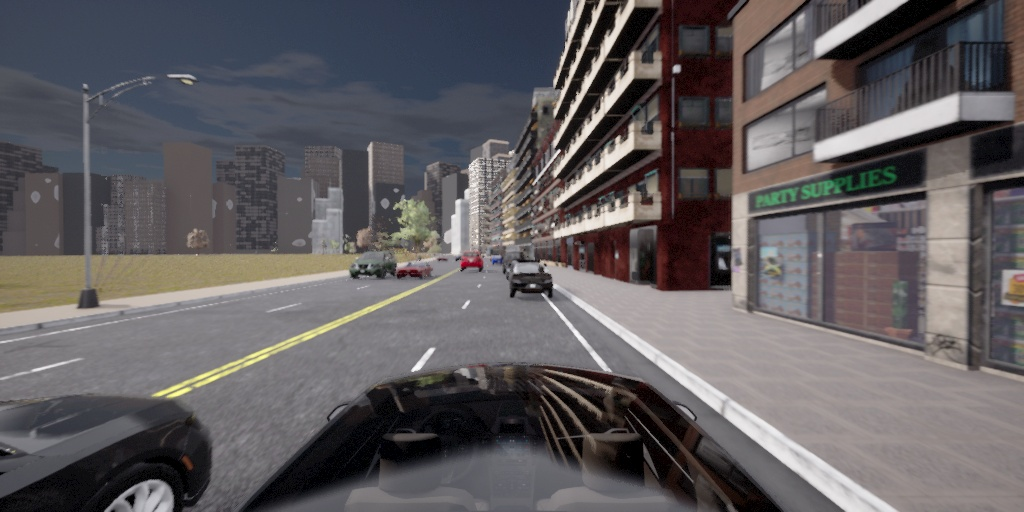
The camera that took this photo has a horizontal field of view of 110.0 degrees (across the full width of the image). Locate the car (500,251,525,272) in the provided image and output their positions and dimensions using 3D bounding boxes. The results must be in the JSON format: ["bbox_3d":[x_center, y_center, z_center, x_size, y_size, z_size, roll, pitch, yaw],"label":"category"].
[{"bbox_3d":[0.216,0.567,33.248,2.150,2.045,5.566,0,1,-3],"label":"car"}]

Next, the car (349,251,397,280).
[{"bbox_3d":[-10.372,0.654,27.402,2.150,2.045,5.566,0,1,-2],"label":"car"}]

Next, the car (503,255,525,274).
[{"bbox_3d":[0.478,0.925,27.175,1.837,1.490,4.892,0,1,-2],"label":"car"}]

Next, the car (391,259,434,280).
[{"bbox_3d":[-7.081,1.041,26.404,1.895,1.301,4.718,0,1,-2],"label":"car"}]

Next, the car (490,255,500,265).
[{"bbox_3d":[-1.977,0.575,52.903,1.882,1.535,5.008,0,1,-4],"label":"car"}]

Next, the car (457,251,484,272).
[{"bbox_3d":[-4.131,0.514,37.533,2.150,2.045,5.566,0,1,-3],"label":"car"}]

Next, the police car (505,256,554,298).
[{"bbox_3d":[0.791,0.973,17.202,1.930,1.638,5.238,0,1,-1],"label":"police car"}]

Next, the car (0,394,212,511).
[{"bbox_3d":[-3.159,1.275,0.651,1.837,1.490,4.892,0,1,0],"label":"car"}]
